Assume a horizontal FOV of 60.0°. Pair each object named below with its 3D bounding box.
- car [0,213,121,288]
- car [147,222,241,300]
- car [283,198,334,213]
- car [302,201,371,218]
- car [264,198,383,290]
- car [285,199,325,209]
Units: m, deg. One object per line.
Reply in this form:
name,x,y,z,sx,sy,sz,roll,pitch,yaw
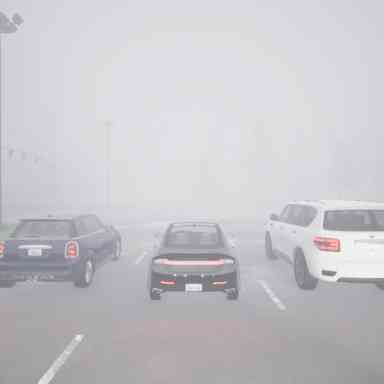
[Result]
car,-3.439,1.352,9.443,2.097,1.767,4.553,0,0,0
car,0.054,1.492,8.362,2.128,1.511,4.902,0,0,1
car,12.813,1.477,36.863,5.008,1.535,1.882,0,0,-4
car,12.889,1.548,29.869,5.357,1.411,2.033,0,0,-4
car,3.557,1.221,9.218,2.150,2.045,5.566,0,0,0
car,14.919,1.601,44.031,4.718,1.301,1.895,0,0,-4
